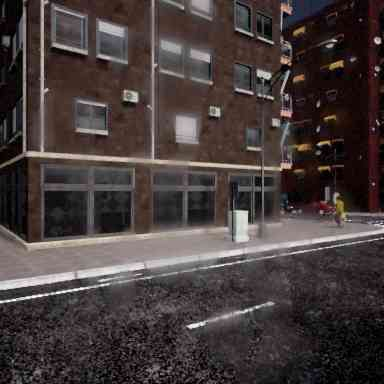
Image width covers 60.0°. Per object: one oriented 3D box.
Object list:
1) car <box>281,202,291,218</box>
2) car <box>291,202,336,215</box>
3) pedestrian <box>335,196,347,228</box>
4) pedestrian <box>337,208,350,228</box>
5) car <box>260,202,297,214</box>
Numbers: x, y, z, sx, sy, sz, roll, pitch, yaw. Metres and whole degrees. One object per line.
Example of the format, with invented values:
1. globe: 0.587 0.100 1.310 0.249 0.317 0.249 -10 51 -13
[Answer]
1. car: 7.191 1.862 32.714 1.802 1.307 4.206 -1 0 -36
2. car: 13.955 1.828 37.604 1.887 1.381 4.507 -1 0 -36
3. pedestrian: 8.504 1.143 19.149 0.375 1.860 0.375 0 0 -36
4. pedestrian: 8.956 1.523 19.652 0.500 1.100 0.500 0 0 -36
5. car: 10.837 1.920 41.916 1.947 1.339 4.313 -1 0 -36
